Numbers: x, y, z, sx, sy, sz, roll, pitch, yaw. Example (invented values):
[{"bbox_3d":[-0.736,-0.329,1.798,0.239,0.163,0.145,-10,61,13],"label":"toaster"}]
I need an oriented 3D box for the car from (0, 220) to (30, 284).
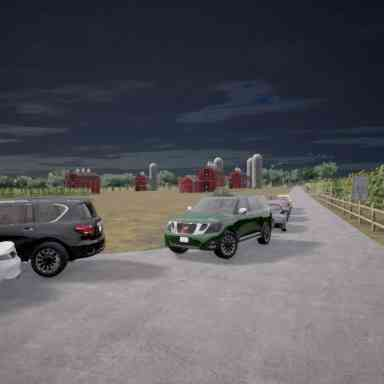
[{"bbox_3d":[-6.048,1.611,6.630,4.674,1.442,1.812,-2,2,-36],"label":"car"}]

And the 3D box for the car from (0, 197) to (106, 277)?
[{"bbox_3d":[-5.372,1.226,9.601,5.566,2.045,2.150,-1,1,-4],"label":"car"}]

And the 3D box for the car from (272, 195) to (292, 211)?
[{"bbox_3d":[9.976,1.109,36.492,1.882,1.535,5.008,0,0,18],"label":"car"}]

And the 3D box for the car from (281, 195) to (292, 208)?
[{"bbox_3d":[6.248,1.234,24.740,1.882,1.535,5.008,0,0,18],"label":"car"}]

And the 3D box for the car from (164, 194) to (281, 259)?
[{"bbox_3d":[1.289,1.107,12.679,2.150,2.045,5.566,0,0,34],"label":"car"}]

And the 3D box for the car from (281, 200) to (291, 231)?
[{"bbox_3d":[4.401,1.380,19.005,1.994,1.385,4.181,0,0,17],"label":"car"}]
